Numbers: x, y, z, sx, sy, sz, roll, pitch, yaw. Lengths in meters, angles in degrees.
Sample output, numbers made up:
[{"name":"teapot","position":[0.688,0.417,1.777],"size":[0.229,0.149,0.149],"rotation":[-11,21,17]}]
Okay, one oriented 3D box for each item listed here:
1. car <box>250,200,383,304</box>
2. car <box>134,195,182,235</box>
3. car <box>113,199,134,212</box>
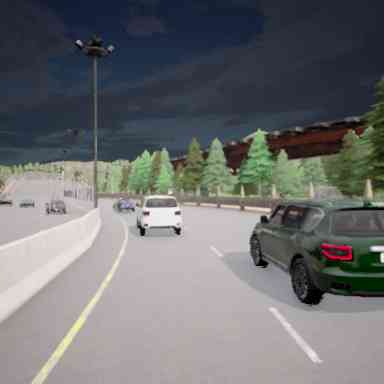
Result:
[{"name":"car","position":[3.093,1.192,8.254],"size":[2.150,2.045,5.566],"rotation":[0,0,-5]},{"name":"car","position":[-1.975,1.206,18.948],"size":[2.150,2.045,5.566],"rotation":[0,0,-11]},{"name":"car","position":[-7.905,1.535,38.517],"size":[2.033,1.411,5.357],"rotation":[0,0,-22]}]
